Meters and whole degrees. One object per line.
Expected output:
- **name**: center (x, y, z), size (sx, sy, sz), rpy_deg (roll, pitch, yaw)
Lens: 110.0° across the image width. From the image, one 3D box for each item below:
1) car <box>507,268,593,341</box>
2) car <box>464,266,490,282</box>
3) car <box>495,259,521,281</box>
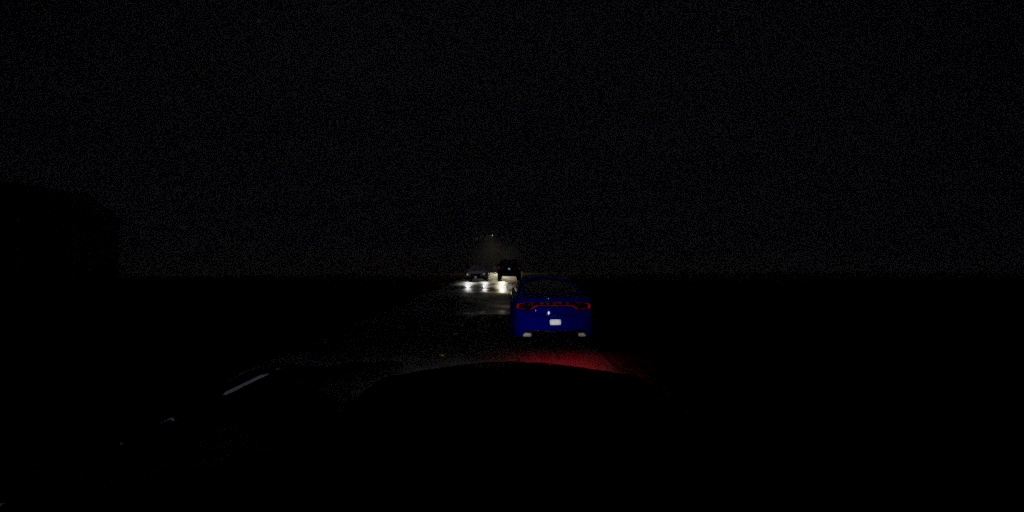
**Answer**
- **car**: center (0.881, 1.248, 9.969), size (1.882, 1.535, 5.008), rpy_deg (0, 0, -1)
- **car**: center (-3.186, 1.614, 33.407), size (1.812, 1.442, 4.674), rpy_deg (0, -1, 0)
- **car**: center (-0.278, 1.345, 35.045), size (2.150, 2.045, 5.566), rpy_deg (0, -2, 0)
